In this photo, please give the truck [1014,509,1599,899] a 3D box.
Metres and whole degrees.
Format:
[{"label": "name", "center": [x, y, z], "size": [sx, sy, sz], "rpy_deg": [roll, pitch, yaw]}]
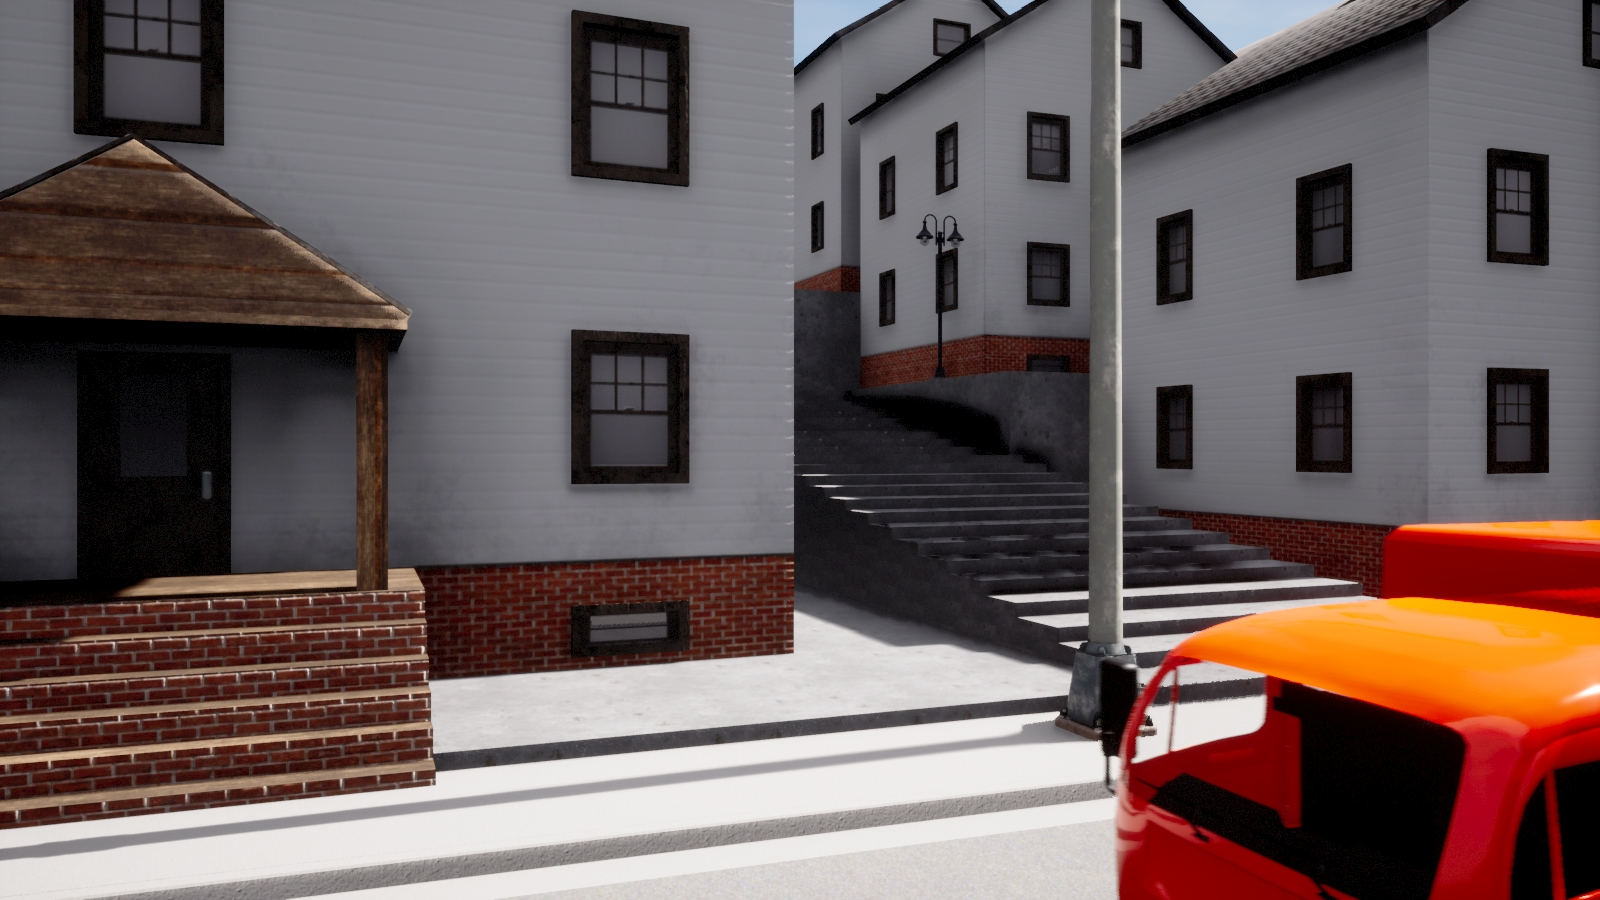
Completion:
[{"label": "truck", "center": [3.841, 1.563, 4.679], "size": [5.204, 2.467, 2.627], "rpy_deg": [0, 0, -20]}]
